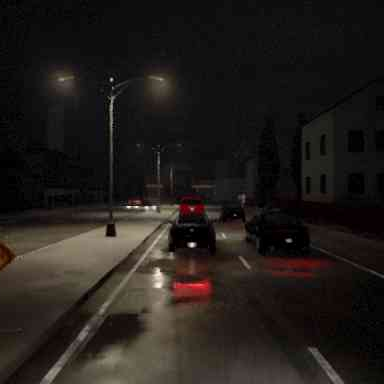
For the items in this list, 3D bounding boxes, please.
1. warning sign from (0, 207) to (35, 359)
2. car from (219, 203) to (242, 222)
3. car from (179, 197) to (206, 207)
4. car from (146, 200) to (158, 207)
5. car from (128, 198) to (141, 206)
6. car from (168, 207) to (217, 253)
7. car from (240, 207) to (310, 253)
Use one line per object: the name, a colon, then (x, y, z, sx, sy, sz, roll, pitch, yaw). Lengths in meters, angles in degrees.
warning sign: (-3.049, 1.158, 4.548, 1.300, 1.860, 1.060, 0, -1, 0)
car: (3.513, 1.751, 29.480, 1.882, 1.535, 5.008, 0, 0, 0)
car: (0.008, 1.486, 29.017, 2.150, 2.045, 5.566, 0, 0, 0)
car: (-7.984, 2.216, 66.631, 1.895, 1.301, 4.718, 0, -1, 0)
car: (-11.484, 1.966, 66.669, 2.097, 1.767, 4.553, 0, 0, 0)
car: (0.007, 1.641, 14.304, 1.837, 1.490, 4.892, 0, 0, 0)
car: (3.509, 1.613, 14.471, 1.882, 1.535, 5.008, 0, 0, 0)
